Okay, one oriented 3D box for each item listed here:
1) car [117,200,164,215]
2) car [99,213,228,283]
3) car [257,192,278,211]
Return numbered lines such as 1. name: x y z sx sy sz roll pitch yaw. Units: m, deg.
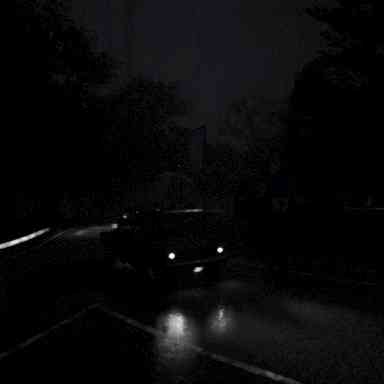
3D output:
1. car: -3.660 1.350 24.225 2.128 1.511 4.902 0 0 18
2. car: -1.085 1.545 9.849 1.895 1.301 4.718 0 0 -35
3. car: 8.042 1.022 35.803 5.566 2.045 2.150 -1 0 -14
